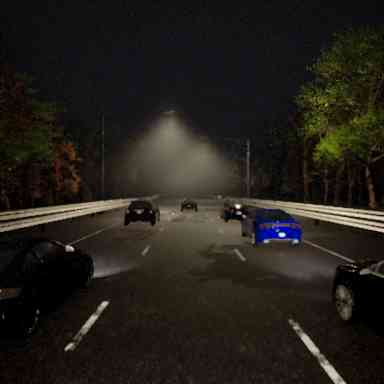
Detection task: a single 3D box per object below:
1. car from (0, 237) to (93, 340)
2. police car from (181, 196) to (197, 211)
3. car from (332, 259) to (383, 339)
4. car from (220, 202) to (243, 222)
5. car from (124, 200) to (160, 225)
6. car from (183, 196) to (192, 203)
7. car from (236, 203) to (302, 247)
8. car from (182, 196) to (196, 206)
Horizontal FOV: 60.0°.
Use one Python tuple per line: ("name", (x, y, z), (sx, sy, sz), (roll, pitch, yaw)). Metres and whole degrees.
("car", (-3.415, 1.573, 6.556), (1.994, 1.385, 4.181), (0, 0, 0))
("police car", (-0.363, 1.473, 41.505), (1.930, 1.638, 5.238), (0, 0, -1))
("car", (3.497, 1.498, 4.249), (2.128, 1.511, 4.902), (0, 0, 0))
("car", (3.363, 1.536, 26.354), (2.163, 1.488, 4.792), (0, 0, -1))
("car", (-3.523, 1.382, 24.279), (2.097, 1.767, 4.553), (0, 0, -1))
("car", (-1.060, 1.628, 73.667), (1.994, 1.385, 4.181), (0, 0, -2))
("car", (3.453, 1.497, 15.287), (1.882, 1.535, 5.008), (0, 0, 0))
("car", (-0.538, 1.555, 56.633), (2.128, 1.511, 4.902), (0, 0, -1))
